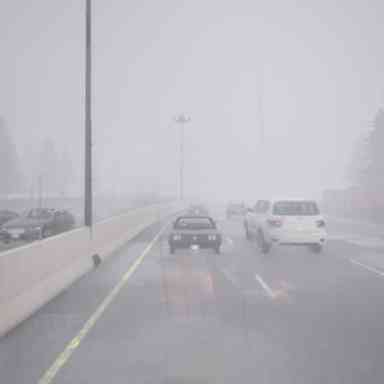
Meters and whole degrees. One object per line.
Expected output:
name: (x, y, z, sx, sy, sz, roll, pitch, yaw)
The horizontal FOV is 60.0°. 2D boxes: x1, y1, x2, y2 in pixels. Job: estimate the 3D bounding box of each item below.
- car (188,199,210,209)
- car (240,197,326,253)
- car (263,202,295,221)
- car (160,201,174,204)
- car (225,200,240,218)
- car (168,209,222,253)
car: (0.660, 1.548, 31.458, 1.812, 1.442, 4.674, 0, 0, 5)
car: (3.599, 1.231, 13.808, 2.150, 2.045, 5.566, 0, 0, 0)
car: (7.435, 1.621, 28.876, 1.895, 1.301, 4.718, 0, 0, 4)
car: (-4.432, 1.519, 57.530, 1.882, 1.535, 5.008, 0, 0, 20)
car: (4.083, 1.513, 30.432, 2.128, 1.511, 4.902, 0, 0, 5)
car: (0.099, 1.611, 13.704, 1.895, 1.301, 4.718, 0, 0, 0)
